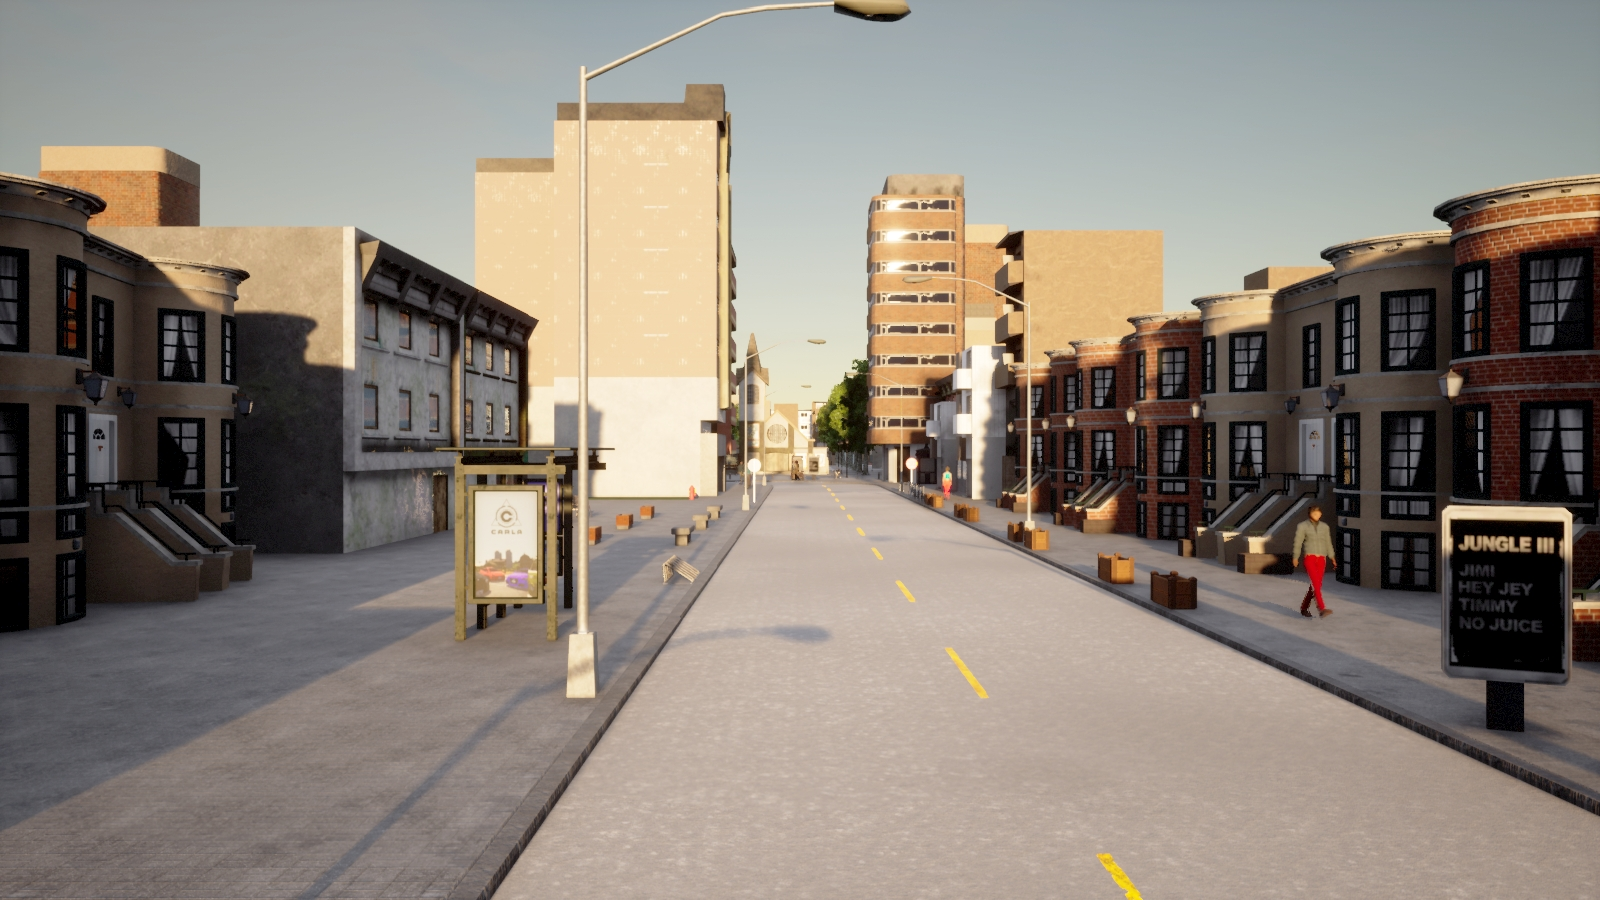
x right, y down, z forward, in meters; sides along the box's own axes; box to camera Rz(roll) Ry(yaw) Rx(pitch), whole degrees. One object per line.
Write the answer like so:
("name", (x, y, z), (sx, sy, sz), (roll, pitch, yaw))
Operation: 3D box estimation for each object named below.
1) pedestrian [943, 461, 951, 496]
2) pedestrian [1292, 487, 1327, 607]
("pedestrian", (7.802, 1.525, 60.521), (0.375, 1.860, 0.375), (0, 0, -2))
("pedestrian", (8.068, 1.525, 18.097), (0.375, 1.860, 0.375), (0, 0, 0))
